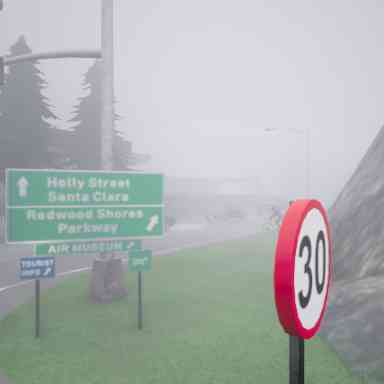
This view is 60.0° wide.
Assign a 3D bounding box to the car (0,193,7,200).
[{"bbox_3d":[-38.266,1.497,70.098,4.514,1.523,2.007,0,0,35],"label":"car"}]

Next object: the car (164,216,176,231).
[{"bbox_3d":[-3.104,1.794,20.017,1.895,1.301,4.718,0,0,36],"label":"car"}]

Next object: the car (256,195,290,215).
[{"bbox_3d":[9.070,1.415,36.610,2.150,2.045,5.566,0,0,36],"label":"car"}]

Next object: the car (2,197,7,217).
[{"bbox_3d":[-12.224,1.507,26.061,1.905,1.878,3.866,0,0,35],"label":"car"}]

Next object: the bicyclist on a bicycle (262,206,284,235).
[{"bbox_3d":[4.713,1.644,18.677,1.656,1.620,0.582,0,0,36],"label":"bicyclist on a bicycle"}]

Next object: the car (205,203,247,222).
[{"bbox_3d":[2.944,1.685,28.270,2.128,1.511,4.902,0,0,36],"label":"car"}]
